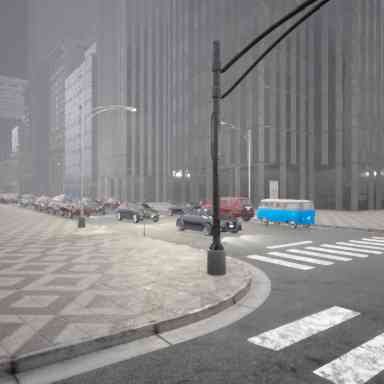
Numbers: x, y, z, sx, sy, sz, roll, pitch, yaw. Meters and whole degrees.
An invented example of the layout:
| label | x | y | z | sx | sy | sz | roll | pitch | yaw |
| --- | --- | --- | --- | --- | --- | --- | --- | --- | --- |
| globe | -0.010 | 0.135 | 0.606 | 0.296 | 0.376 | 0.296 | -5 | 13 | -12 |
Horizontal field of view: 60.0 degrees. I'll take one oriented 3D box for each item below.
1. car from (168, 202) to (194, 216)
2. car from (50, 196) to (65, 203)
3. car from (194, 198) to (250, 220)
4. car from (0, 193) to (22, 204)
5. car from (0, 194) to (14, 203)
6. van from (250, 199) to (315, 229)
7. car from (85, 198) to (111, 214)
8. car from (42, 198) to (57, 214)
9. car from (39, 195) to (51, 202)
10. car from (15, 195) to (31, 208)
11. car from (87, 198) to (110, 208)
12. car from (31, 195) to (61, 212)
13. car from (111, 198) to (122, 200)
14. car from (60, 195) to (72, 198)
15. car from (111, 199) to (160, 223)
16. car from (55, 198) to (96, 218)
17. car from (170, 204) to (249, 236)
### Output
| label | x | y | z | sx | sy | sz | roll | pitch | yaw |
| --- | --- | --- | --- | --- | --- | --- | --- | --- | --- |
| car | -0.580 | 1.600 | 31.024 | 1.947 | 1.339 | 4.313 | 0 | 0 | -36 |
| car | -27.306 | 1.512 | 67.589 | 1.752 | 1.417 | 4.829 | 0 | 0 | -36 |
| car | 2.748 | 1.352 | 26.470 | 2.192 | 1.841 | 5.009 | 0 | 0 | -36 |
| car | -34.101 | 1.299 | 62.436 | 2.192 | 1.841 | 5.009 | 0 | 0 | -36 |
| car | -37.429 | 1.286 | 66.990 | 2.192 | 1.841 | 5.009 | 0 | 0 | -36 |
| van | 6.077 | 1.379 | 21.916 | 1.690 | 1.788 | 3.998 | 0 | 0 | -36 |
| car | -10.437 | 1.532 | 34.427 | 1.837 | 1.490 | 4.892 | 0 | 0 | -36 |
| car | -14.134 | 1.606 | 35.119 | 1.802 | 1.307 | 4.206 | 0 | 0 | -36 |
| car | -33.977 | 1.483 | 76.726 | 1.752 | 1.417 | 4.829 | 0 | 0 | -35 |
| car | -24.117 | 1.563 | 48.777 | 2.008 | 1.369 | 4.403 | 0 | 0 | -36 |
| car | -13.893 | 1.602 | 49.237 | 1.802 | 1.307 | 4.206 | 0 | 0 | -36 |
| car | -17.462 | 1.461 | 39.672 | 1.967 | 1.590 | 4.097 | 0 | 0 | -36 |
| car | -10.564 | 1.464 | 44.683 | 1.967 | 1.590 | 4.097 | 0 | 0 | -36 |
| car | -20.444 | 1.577 | 53.355 | 1.994 | 1.385 | 4.181 | 0 | 0 | -36 |
| car | -4.307 | 1.537 | 26.028 | 1.837 | 1.490 | 4.892 | 0 | 0 | -36 |
| car | -10.806 | 1.572 | 30.566 | 1.887 | 1.381 | 4.507 | 0 | 0 | -36 |
| car | 0.878 | 1.600 | 18.932 | 1.994 | 1.385 | 4.181 | 0 | 0 | -36 |
